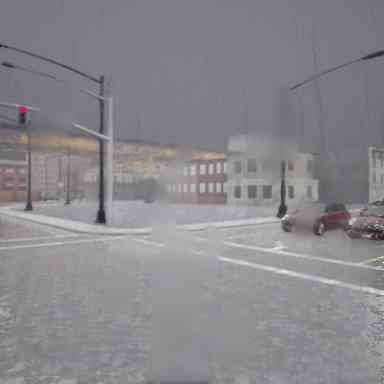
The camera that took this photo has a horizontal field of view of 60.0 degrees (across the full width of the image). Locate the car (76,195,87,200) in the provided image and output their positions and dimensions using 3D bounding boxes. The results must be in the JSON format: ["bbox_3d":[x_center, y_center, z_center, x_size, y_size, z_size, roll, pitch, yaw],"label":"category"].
[{"bbox_3d":[-28.000,1.475,84.480,1.853,1.218,4.536,0,0,-9],"label":"car"}]

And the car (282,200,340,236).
[{"bbox_3d":[7.047,1.351,18.652,4.553,1.767,2.097,0,0,-39],"label":"car"}]

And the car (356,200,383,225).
[{"bbox_3d":[14.124,1.424,24.435,4.892,1.490,1.837,-1,1,-39],"label":"car"}]

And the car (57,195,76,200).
[{"bbox_3d":[-31.757,1.458,84.130,4.536,1.218,1.853,0,0,21],"label":"car"}]

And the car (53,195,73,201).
[{"bbox_3d":[-31.709,1.615,84.111,4.974,1.542,2.038,0,0,21],"label":"car"}]

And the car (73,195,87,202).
[{"bbox_3d":[-27.992,1.632,84.428,2.038,1.542,4.974,0,0,-9],"label":"car"}]

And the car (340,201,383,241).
[{"bbox_3d":[9.453,1.347,16.100,4.553,1.767,2.097,-1,0,-39],"label":"car"}]
